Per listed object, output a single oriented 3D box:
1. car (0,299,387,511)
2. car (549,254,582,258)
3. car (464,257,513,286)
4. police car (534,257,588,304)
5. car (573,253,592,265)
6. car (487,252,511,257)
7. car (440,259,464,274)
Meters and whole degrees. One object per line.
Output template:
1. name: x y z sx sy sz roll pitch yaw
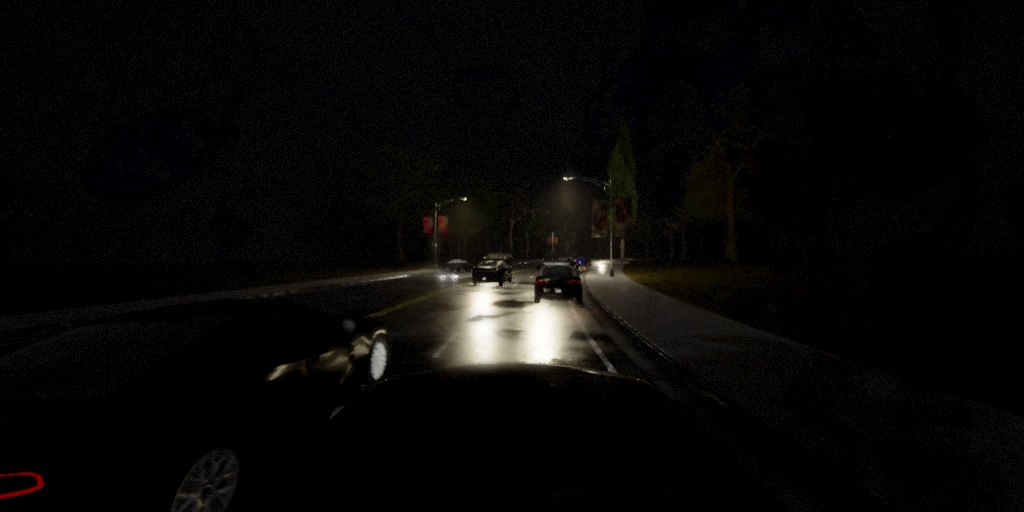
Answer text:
1. car: -3.015 1.213 3.940 1.882 1.535 5.008 0 1 1
2. car: 5.735 0.817 38.214 2.128 1.511 4.902 0 1 18
3. car: -1.161 1.052 22.814 2.128 1.511 4.902 0 1 10
4. police car: 2.007 1.047 15.736 1.930 1.638 5.238 0 1 7
5. car: 10.111 0.673 51.300 1.812 1.442 4.674 0 1 21
6. car: -1.496 0.632 36.993 2.150 2.045 5.566 0 1 16
7. car: -5.368 1.029 34.977 1.994 1.385 4.181 0 1 15
